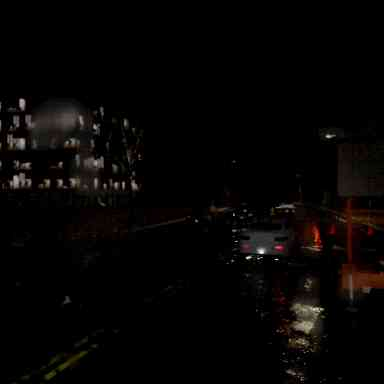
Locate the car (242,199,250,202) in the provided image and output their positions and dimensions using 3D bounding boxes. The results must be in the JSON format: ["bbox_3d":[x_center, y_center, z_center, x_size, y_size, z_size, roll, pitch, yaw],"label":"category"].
[{"bbox_3d":[11.047,2.251,68.704,1.812,1.442,4.674,0,-1,10],"label":"car"}]

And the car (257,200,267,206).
[{"bbox_3d":[14.476,2.263,69.417,1.994,1.385,4.181,0,-1,10],"label":"car"}]

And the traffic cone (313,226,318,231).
[{"bbox_3d":[6.173,2.127,16.426,0.340,0.580,0.340,-1,-1,19],"label":"traffic cone"}]

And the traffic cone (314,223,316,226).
[{"bbox_3d":[6.830,2.145,18.315,0.340,0.580,0.340,-1,-1,19],"label":"traffic cone"}]

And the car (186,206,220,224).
[{"bbox_3d":[1.112,1.888,28.554,2.033,1.411,5.357,-1,-1,17],"label":"car"}]

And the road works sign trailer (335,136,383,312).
[{"bbox_3d":[4.518,0.536,7.489,2.380,3.560,2.880,-1,-1,19],"label":"road works sign trailer"}]

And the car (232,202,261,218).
[{"bbox_3d":[4.712,1.855,29.287,1.812,1.442,4.674,0,-1,17],"label":"car"}]

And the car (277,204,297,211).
[{"bbox_3d":[9.765,1.905,34.246,2.033,1.411,5.357,0,-1,16],"label":"car"}]

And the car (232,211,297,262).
[{"bbox_3d":[2.980,1.669,12.760,1.812,1.442,4.674,-1,-1,19],"label":"car"}]

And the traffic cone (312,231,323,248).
[{"bbox_3d":[5.517,2.107,14.537,0.340,0.580,0.340,-1,-1,19],"label":"traffic cone"}]
